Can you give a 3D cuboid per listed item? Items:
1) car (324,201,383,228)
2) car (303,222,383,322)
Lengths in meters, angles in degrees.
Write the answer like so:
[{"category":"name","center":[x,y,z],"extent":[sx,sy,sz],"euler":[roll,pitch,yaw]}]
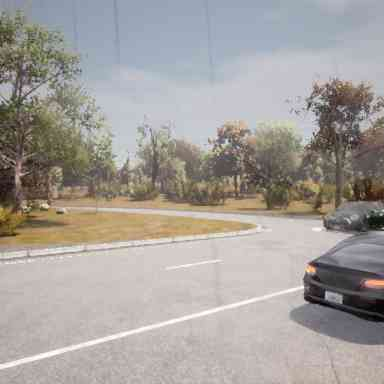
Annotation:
[{"category":"car","center":[9.717,1.352,19.362],"extent":[4.553,1.767,2.097],"euler":[0,0,-35]},{"category":"car","center":[4.137,1.526,6.697],"extent":[4.674,1.442,1.812],"euler":[0,0,-36]}]
